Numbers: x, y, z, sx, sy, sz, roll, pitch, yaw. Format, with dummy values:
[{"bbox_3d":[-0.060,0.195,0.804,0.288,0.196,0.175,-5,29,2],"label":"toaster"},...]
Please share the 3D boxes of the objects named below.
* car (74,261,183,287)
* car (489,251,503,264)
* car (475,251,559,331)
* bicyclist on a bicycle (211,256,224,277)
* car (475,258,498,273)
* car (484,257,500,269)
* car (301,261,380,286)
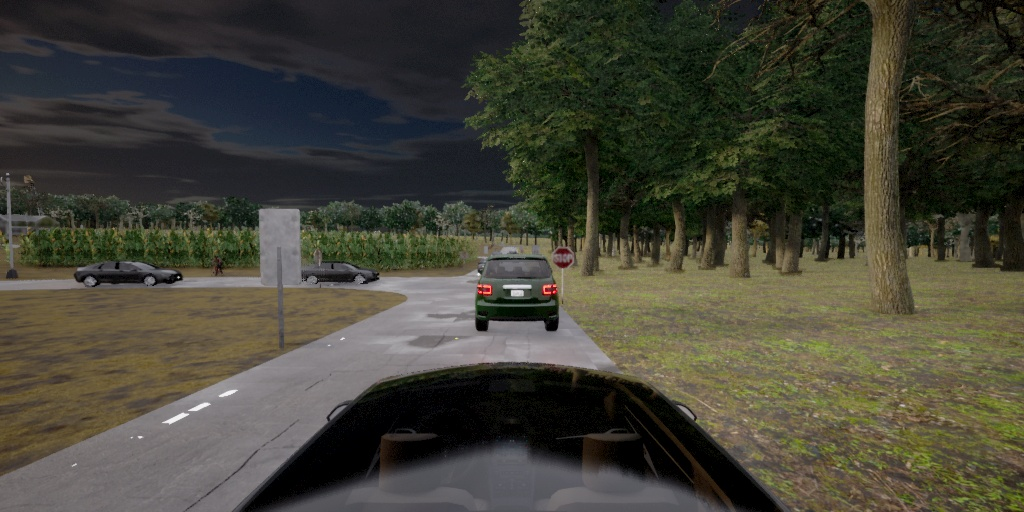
[{"bbox_3d":[-23.427,1.065,22.085,4.892,1.490,1.837,1,2,-14],"label":"car"},{"bbox_3d":[-2.664,0.265,62.249,2.150,2.045,5.566,0,1,0],"label":"car"},{"bbox_3d":[0.125,0.960,11.066,2.150,2.045,5.566,0,0,0],"label":"car"},{"bbox_3d":[-23.379,0.821,28.448,0.582,1.620,1.656,0,1,-11],"label":"bicyclist on a bicycle"},{"bbox_3d":[-2.745,1.013,39.979,2.128,1.511,4.902,0,1,0],"label":"car"},{"bbox_3d":[-2.716,0.873,49.409,1.812,1.442,4.674,0,1,0],"label":"car"},{"bbox_3d":[-11.349,1.115,23.698,4.892,1.490,1.837,0,2,-7],"label":"car"}]
